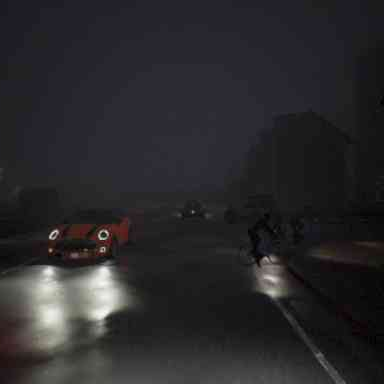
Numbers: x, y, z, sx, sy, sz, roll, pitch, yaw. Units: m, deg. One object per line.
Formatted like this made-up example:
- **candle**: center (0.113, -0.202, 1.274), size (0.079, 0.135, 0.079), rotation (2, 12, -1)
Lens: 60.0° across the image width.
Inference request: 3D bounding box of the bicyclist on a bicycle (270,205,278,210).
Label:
- **bicyclist on a bicycle**: center (3.581, 1.384, 14.445), size (1.656, 1.620, 0.582), rotation (-1, 1, -44)

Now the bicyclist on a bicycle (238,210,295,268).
- **bicyclist on a bicycle**: center (2.197, 1.458, 10.284), size (1.656, 1.620, 0.582), rotation (0, 0, -14)

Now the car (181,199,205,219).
- **car**: center (0.086, 1.578, 28.889), size (1.994, 1.385, 4.181), rotation (0, 0, 0)

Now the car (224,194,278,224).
- **car**: center (4.164, 1.158, 23.364), size (1.905, 1.878, 3.866), rotation (-8, 3, -42)

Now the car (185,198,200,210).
- **car**: center (0.088, 1.584, 44.739), size (1.994, 1.385, 4.181), rotation (0, 0, 0)

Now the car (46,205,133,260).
- **car**: center (-3.586, 1.353, 12.420), size (2.097, 1.767, 4.553), rotation (0, 0, 0)

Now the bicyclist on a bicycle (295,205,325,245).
- **bicyclist on a bicycle**: center (4.601, 1.366, 13.744), size (1.656, 1.620, 0.582), rotation (-2, 0, 24)
